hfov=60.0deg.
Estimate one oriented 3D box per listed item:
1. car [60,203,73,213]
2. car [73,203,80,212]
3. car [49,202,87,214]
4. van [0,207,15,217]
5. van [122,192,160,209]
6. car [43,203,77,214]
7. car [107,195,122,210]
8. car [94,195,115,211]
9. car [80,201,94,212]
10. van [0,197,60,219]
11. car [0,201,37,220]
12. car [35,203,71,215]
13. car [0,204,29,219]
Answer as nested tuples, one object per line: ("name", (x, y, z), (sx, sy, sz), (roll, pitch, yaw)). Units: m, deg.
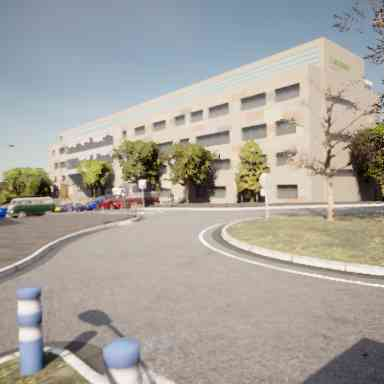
("car", (-18.191, 2.383, 52.313), (2.163, 1.488, 4.792), (-6, -2, 43))
("car", (-14.137, 1.990, 48.488), (2.163, 1.488, 4.792), (-6, -2, 43))
("car", (-20.135, 2.543, 54.320), (1.946, 1.575, 5.366), (-6, -2, 43))
("van", (-42.713, 4.497, 75.075), (1.878, 1.987, 4.442), (-6, -2, 43))
("van", (-5.884, 1.008, 41.052), (1.878, 1.987, 4.442), (-4, -1, 43))
("car", (-22.286, 2.779, 56.095), (2.163, 1.488, 4.792), (-6, -2, 43))
("car", (-7.970, 1.421, 42.872), (2.163, 1.488, 4.792), (-5, -1, 43))
("car", (-10.069, 1.572, 44.767), (2.097, 1.535, 5.008), (-6, -2, 42))
("car", (-12.111, 1.512, 46.603), (2.435, 2.045, 5.566), (-6, -2, 43))
("van", (-16.234, 1.604, 33.519), (1.878, 1.987, 4.442), (-4, -1, 43))
("car", (-20.206, 2.065, 37.394), (2.185, 1.767, 4.553), (-5, -2, 43))
("car", (-24.228, 2.938, 58.102), (1.946, 1.575, 5.366), (-6, -2, 43))
("car", (-22.482, 2.401, 39.208), (1.946, 1.575, 5.366), (-6, -2, 43))
